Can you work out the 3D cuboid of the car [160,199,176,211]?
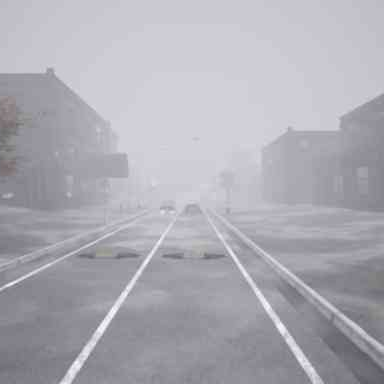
[{"bbox_3d":[-3.096,1.675,43.419,2.033,1.411,5.357,0,0,0],"label":"car"}]

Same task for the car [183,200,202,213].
[{"bbox_3d":[0.101,1.651,38.623,1.812,1.442,4.674,0,0,0],"label":"car"}]
